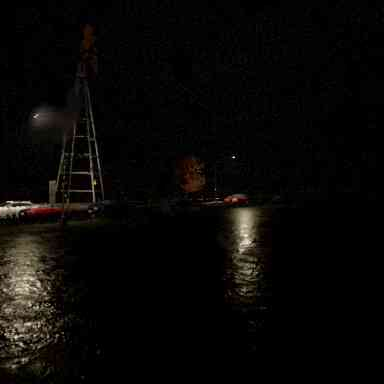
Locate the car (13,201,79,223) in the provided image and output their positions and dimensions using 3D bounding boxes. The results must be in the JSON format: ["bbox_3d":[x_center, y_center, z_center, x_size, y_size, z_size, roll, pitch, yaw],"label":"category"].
[{"bbox_3d":[-10.756,1.513,25.167,1.994,1.385,4.181,1,1,38],"label":"car"}]

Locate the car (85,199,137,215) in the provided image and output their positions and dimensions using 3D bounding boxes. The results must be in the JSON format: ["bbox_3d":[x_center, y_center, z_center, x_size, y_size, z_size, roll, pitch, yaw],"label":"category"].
[{"bbox_3d":[-8.021,1.429,33.530,2.033,1.411,5.357,1,1,38],"label":"car"}]

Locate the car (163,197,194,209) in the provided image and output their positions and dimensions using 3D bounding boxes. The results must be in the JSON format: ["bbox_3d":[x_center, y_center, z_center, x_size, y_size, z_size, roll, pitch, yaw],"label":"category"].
[{"bbox_3d":[-1.659,1.373,41.791,1.812,1.442,4.674,1,1,38],"label":"car"}]

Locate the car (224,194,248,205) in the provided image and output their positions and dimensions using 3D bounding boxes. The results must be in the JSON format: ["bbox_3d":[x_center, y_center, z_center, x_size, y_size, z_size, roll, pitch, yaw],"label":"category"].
[{"bbox_3d":[7.066,1.154,52.834,2.097,1.767,4.553,1,1,39],"label":"car"}]

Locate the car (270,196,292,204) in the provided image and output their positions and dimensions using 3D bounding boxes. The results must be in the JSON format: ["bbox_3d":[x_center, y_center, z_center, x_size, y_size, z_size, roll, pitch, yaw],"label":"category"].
[{"bbox_3d":[15.907,1.356,59.351,2.033,1.411,5.357,1,1,40],"label":"car"}]

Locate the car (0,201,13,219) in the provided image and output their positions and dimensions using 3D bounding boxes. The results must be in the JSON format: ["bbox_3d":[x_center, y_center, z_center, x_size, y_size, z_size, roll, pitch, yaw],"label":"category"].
[{"bbox_3d":[-13.939,1.440,25.809,1.812,1.442,4.674,1,1,39],"label":"car"}]
